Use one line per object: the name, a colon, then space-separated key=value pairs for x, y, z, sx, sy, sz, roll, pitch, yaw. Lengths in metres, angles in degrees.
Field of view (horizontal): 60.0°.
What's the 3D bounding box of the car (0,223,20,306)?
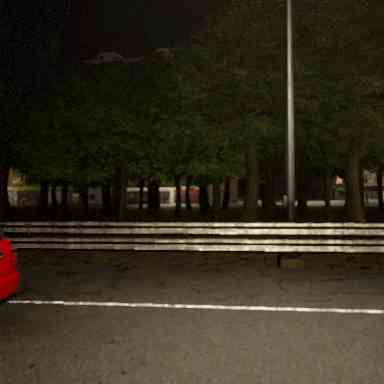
car: x=-5.819 y=1.294 z=5.488 sx=5.566 sy=2.045 sz=2.150 roll=0 pitch=0 yaw=6
